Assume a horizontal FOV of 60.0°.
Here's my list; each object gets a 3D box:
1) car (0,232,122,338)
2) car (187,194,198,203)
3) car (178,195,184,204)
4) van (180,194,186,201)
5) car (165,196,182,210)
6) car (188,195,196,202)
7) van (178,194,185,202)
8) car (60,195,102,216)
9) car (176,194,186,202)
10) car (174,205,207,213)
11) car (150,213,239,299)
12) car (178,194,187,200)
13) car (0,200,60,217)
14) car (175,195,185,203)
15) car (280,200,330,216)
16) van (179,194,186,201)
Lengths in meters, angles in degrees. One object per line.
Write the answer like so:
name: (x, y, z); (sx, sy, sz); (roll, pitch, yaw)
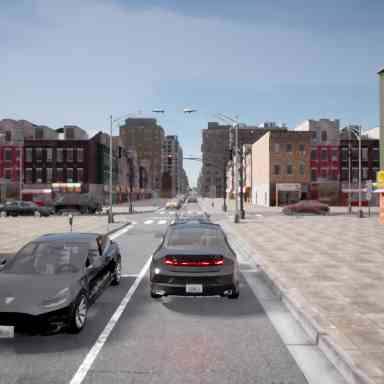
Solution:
car: (-2.628, 1.567, 6.791); (1.947, 1.339, 4.313); (0, 0, 0)
car: (0.069, 1.683, 73.418); (1.994, 1.385, 4.181); (0, 0, 0)
car: (-2.591, 1.604, 50.165); (1.887, 1.381, 4.507); (0, 0, 0)
van: (-2.551, 1.551, 95.010); (1.690, 1.788, 3.998); (0, 0, 0)
car: (-2.596, 1.571, 44.391); (1.752, 1.417, 4.829); (0, 0, 0)
car: (0.072, 1.647, 84.367); (1.882, 1.535, 5.008); (0, 0, 0)
van: (-2.561, 1.508, 83.799); (1.690, 1.788, 3.998); (0, 0, 0)
car: (-11.600, 1.274, 32.417); (5.566, 2.045, 2.150); (0, 0, 0)
car: (-2.566, 1.461, 78.193); (2.192, 1.841, 5.009); (0, 0, 0)
car: (0.043, 1.608, 17.681); (1.895, 1.301, 4.718); (0, 0, 1)
car: (0.078, 1.507, 8.470); (1.837, 1.490, 4.892); (0, 0, 1)
car: (-2.576, 1.547, 66.982); (1.967, 1.590, 4.097); (0, 0, 0)
car: (-14.739, 1.539, 29.474); (4.892, 1.490, 1.837); (0, 0, 0)
car: (-2.571, 1.566, 72.587); (1.967, 1.590, 4.097); (0, 0, 0)
car: (10.946, 1.535, 32.364); (4.674, 1.442, 1.812); (0, 0, 0)
van: (-2.556, 1.529, 89.404); (1.690, 1.788, 3.998); (0, 0, 0)
